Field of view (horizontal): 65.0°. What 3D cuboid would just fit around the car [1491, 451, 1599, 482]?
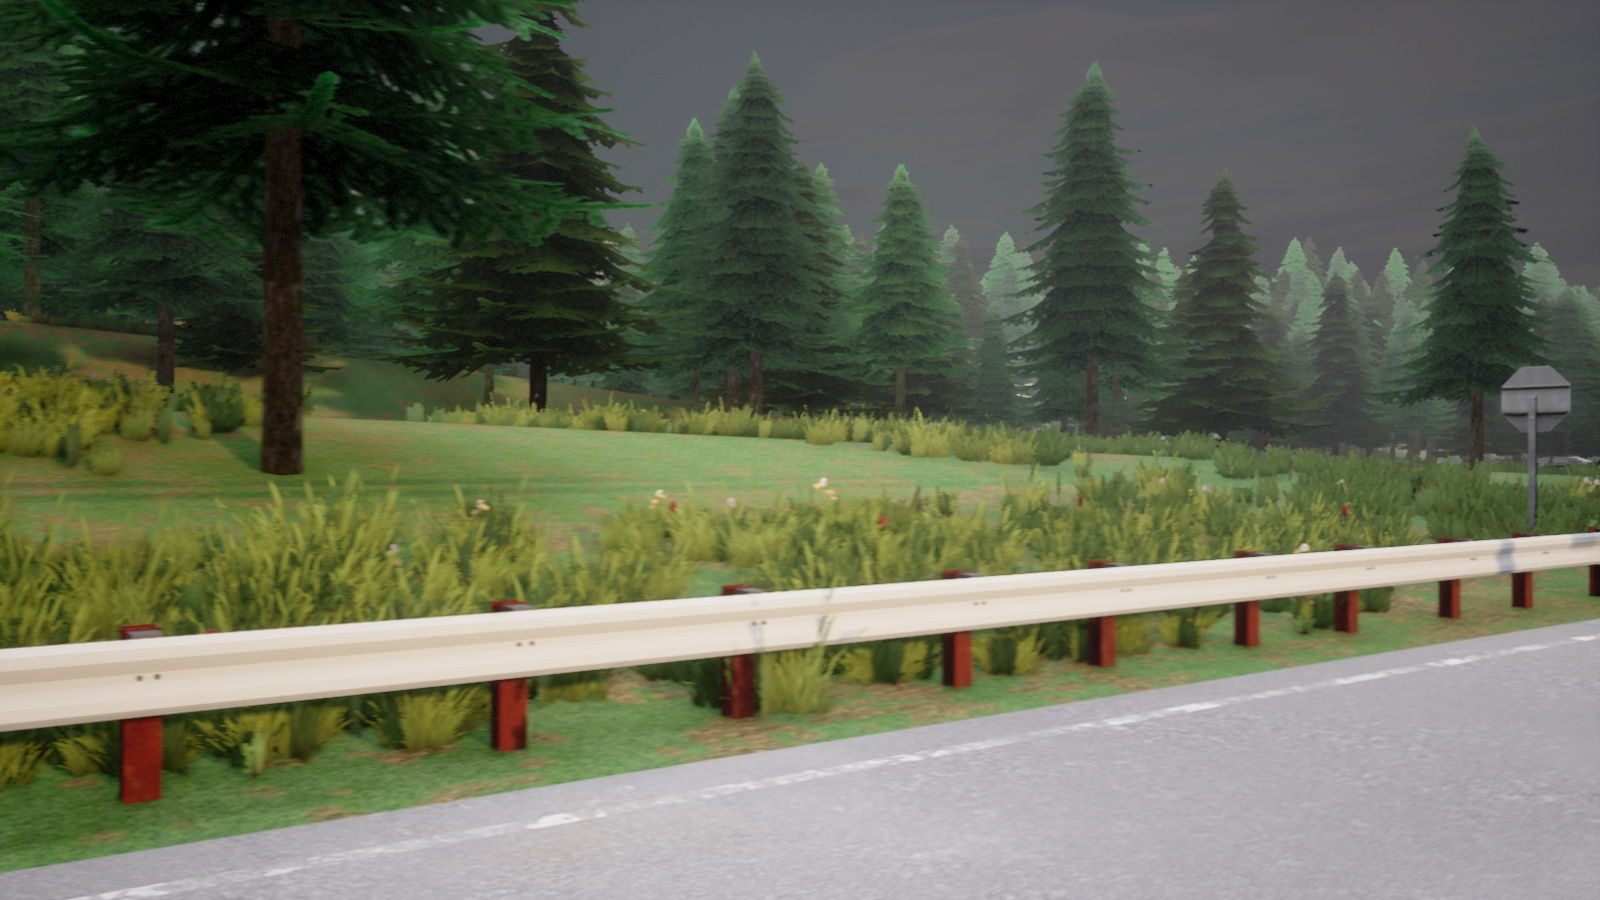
[{"bbox_3d":[38.614,0.824,64.654,1.882,1.535,5.008,0,0,-36],"label":"car"}]
